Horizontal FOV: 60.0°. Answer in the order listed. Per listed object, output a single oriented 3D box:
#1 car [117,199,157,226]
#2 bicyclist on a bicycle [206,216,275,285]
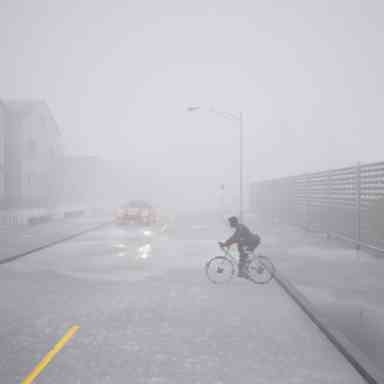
[{"bbox_3d":[-3.740,1.342,23.126,2.097,1.767,4.553,0,0,1],"label":"car"},{"bbox_3d":[1.147,1.410,7.937,1.656,1.620,0.582,0,0,1],"label":"bicyclist on a bicycle"}]
